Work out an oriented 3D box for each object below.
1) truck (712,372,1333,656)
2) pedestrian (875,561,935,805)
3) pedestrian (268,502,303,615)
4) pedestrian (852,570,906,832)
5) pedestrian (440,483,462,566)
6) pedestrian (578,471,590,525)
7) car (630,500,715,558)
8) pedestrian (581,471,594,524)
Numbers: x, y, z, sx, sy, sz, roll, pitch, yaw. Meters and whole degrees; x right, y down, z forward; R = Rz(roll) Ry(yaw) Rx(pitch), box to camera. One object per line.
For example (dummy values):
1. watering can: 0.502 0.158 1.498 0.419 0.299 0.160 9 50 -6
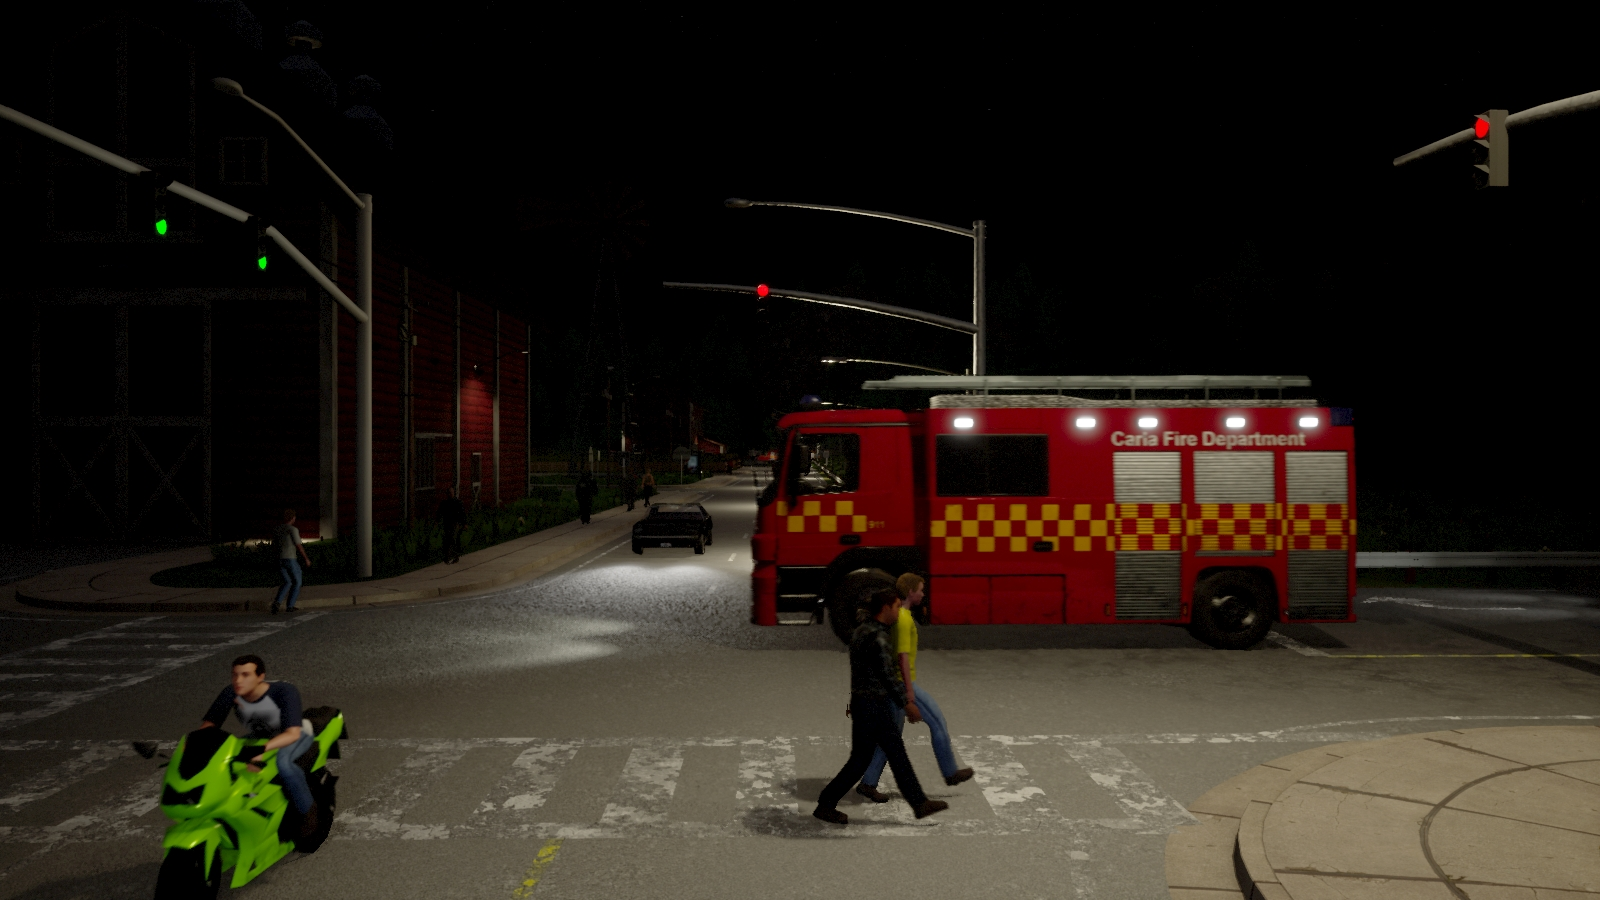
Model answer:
1. truck: 3.018 0.861 16.990 8.468 3.827 2.891 0 0 -1
2. pedestrian: 0.836 1.838 9.121 0.375 1.860 0.375 0 0 -14
3. pedestrian: -8.657 1.810 19.228 0.375 1.860 0.375 0 0 15
4. pedestrian: 0.584 1.839 8.472 0.375 1.860 0.375 0 0 1
5. pedestrian: -7.938 1.680 25.972 0.375 1.860 0.375 0 0 4
6. pedestrian: -7.529 1.672 39.833 0.375 1.860 0.375 0 0 -1
7. car: -3.455 2.136 31.771 1.895 1.301 4.718 0 0 0
8. pedestrian: -7.553 1.672 40.632 0.375 1.860 0.375 0 0 -1
